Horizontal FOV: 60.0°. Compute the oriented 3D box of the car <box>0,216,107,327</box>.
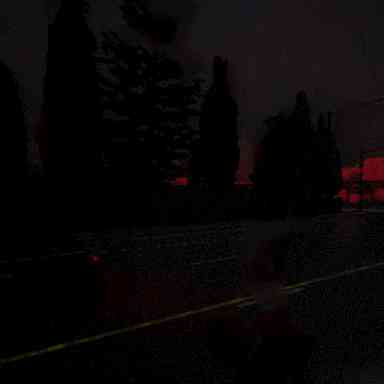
[{"bbox_3d":[-3.871,1.352,5.550,4.553,1.767,2.097,0,0,-36],"label":"car"}]
